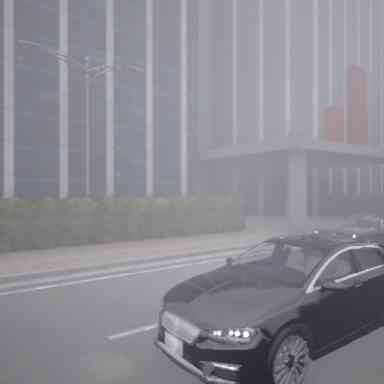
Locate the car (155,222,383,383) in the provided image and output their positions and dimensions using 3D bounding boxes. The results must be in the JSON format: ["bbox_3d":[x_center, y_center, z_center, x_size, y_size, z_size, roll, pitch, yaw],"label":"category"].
[{"bbox_3d":[1.781,1.486,5.263,4.902,1.511,2.128,0,0,-36],"label":"car"}]

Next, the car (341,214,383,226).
[{"bbox_3d":[6.806,1.580,13.058,4.718,1.301,1.895,0,0,-35],"label":"car"}]
